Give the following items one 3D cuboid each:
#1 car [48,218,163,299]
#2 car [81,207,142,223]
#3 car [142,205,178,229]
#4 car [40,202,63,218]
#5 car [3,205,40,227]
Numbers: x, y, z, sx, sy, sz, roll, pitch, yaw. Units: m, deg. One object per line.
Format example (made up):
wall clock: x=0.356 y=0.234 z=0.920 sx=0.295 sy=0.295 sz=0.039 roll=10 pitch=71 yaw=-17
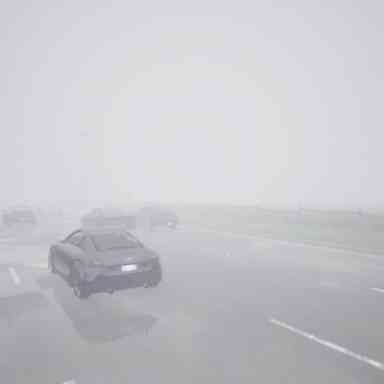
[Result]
car: x=-2.459 y=1.620 z=8.848 sx=1.994 sy=1.385 sz=4.181 roll=0 pitch=0 yaw=-33
car: x=-4.878 y=1.598 z=18.902 sx=1.882 sy=1.535 sz=5.008 roll=0 pitch=-1 yaw=-33
car: x=-2.715 y=1.647 z=21.984 sx=1.837 sy=1.490 sz=4.892 roll=0 pitch=0 yaw=-33
car: x=-14.106 y=1.732 z=32.947 sx=1.812 sy=1.442 sz=4.674 roll=0 pitch=0 yaw=-34
car: x=-12.712 y=1.678 z=24.456 sx=1.812 sy=1.442 sz=4.674 roll=0 pitch=0 yaw=-33
